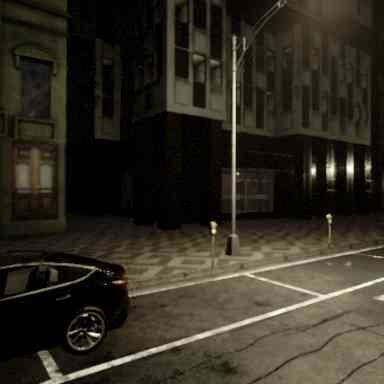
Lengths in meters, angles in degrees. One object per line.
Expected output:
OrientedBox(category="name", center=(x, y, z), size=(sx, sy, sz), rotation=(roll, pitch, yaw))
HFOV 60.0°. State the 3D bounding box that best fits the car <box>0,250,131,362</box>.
OrientedBox(category="car", center=(-2.961, 1.566, 4.534), size=(4.313, 1.339, 1.947), rotation=(0, 0, -35))
